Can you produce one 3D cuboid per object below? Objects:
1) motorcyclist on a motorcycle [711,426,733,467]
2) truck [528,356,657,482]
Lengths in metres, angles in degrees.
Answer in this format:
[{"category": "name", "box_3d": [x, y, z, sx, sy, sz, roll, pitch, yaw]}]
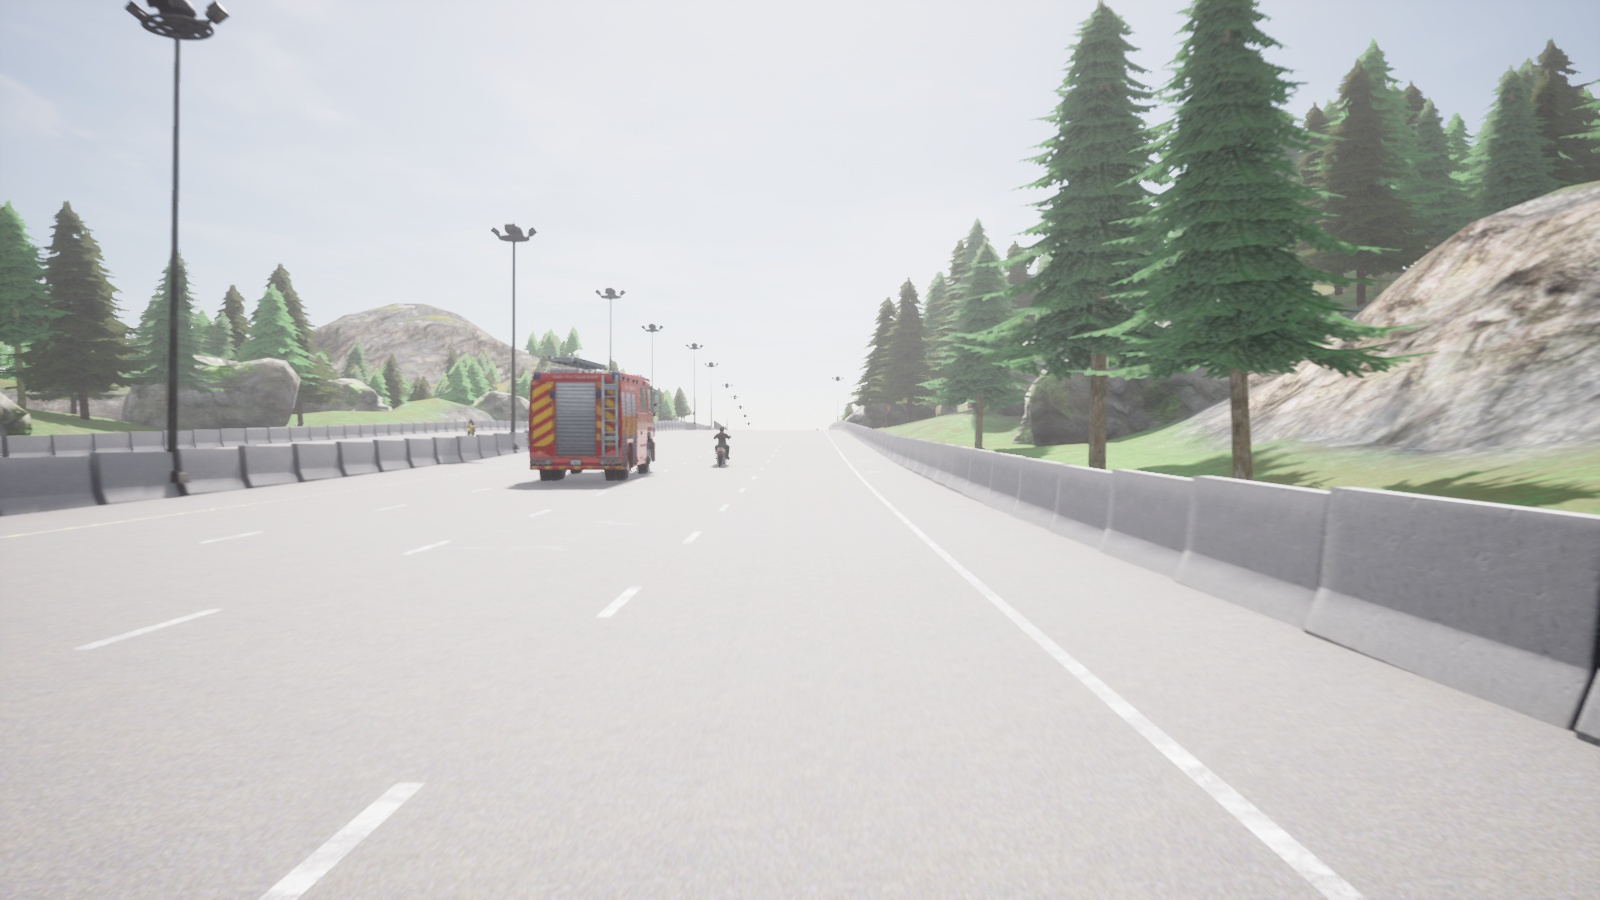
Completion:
[{"category": "motorcyclist on a motorcycle", "box_3d": [-3.192, -0.168, 51.600, 0.766, 1.649, 2.350, 0, 1, 0]}, {"category": "truck", "box_3d": [-6.744, -1.037, 42.178, 2.891, 3.827, 8.468, 0, 1, 0]}]
